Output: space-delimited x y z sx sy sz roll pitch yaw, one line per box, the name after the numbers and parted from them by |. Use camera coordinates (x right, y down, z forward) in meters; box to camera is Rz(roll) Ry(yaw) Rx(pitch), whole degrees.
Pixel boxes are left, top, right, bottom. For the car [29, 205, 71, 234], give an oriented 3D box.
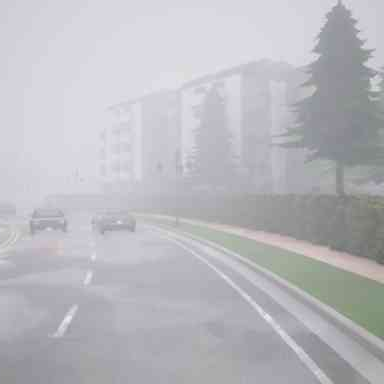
-8.538 1.654 19.637 1.895 1.301 4.718 -1 0 -26 | car

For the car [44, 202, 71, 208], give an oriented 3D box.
-13.906 1.686 33.098 1.895 1.301 4.718 -1 0 -44 | car

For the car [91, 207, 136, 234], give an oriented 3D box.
-4.671 1.580 19.520 1.994 1.385 4.181 -1 0 -24 | car

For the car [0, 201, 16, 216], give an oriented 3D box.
-19.328 1.629 33.441 4.902 1.511 2.128 0 0 44 | car
